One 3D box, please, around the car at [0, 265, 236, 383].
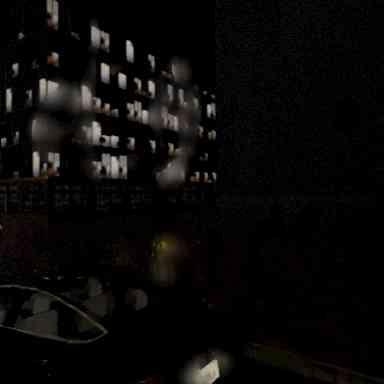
[{"bbox_3d":[-1.563,1.582,3.997,4.313,1.339,1.947,0,-1,36],"label":"car"}]
